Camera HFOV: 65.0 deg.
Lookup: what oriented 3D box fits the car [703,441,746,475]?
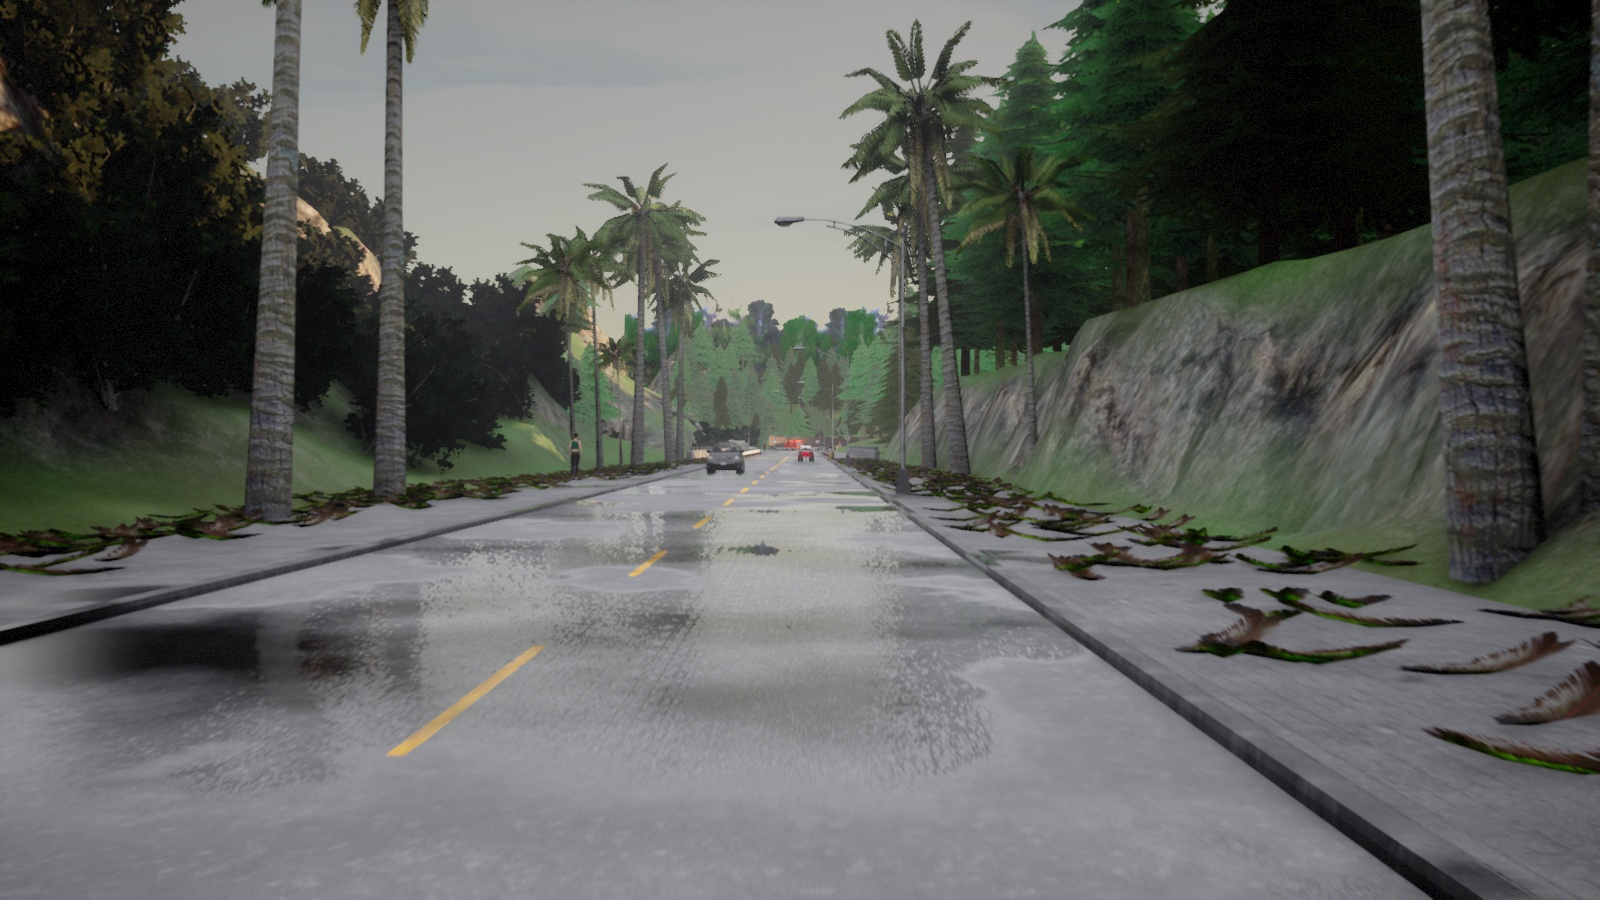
[{"bbox_3d":[-3.669,0.359,61.886,1.851,1.617,3.988,0,0,0],"label":"car"}]

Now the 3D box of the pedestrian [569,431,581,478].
[{"bbox_3d":[-8.926,0.180,49.769,0.345,1.836,0.594,0,0,2],"label":"pedestrian"}]
